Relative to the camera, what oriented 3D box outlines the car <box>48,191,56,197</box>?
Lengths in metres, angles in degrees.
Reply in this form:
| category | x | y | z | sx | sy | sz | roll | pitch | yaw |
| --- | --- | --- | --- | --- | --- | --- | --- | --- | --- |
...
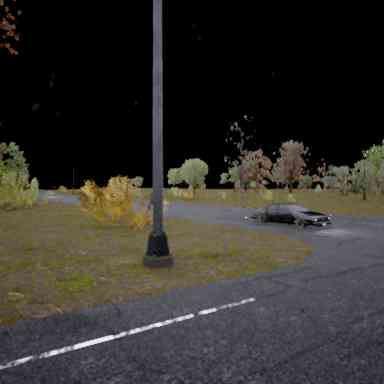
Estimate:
| category | x | y | z | sx | sy | sz | roll | pitch | yaw |
| --- | --- | --- | --- | --- | --- | --- | --- | --- | --- |
| car | -35.545 | 0.475 | 84.087 | 2.128 | 1.511 | 4.902 | -1 | 1 | -28 |

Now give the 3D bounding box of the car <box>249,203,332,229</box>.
| category | x | y | z | sx | sy | sz | roll | pitch | yaw |
| --- | --- | --- | --- | --- | --- | --- | --- | --- | --- |
| car | 6.020 | 1.423 | 21.133 | 2.033 | 1.411 | 5.357 | -1 | 1 | -35 |
